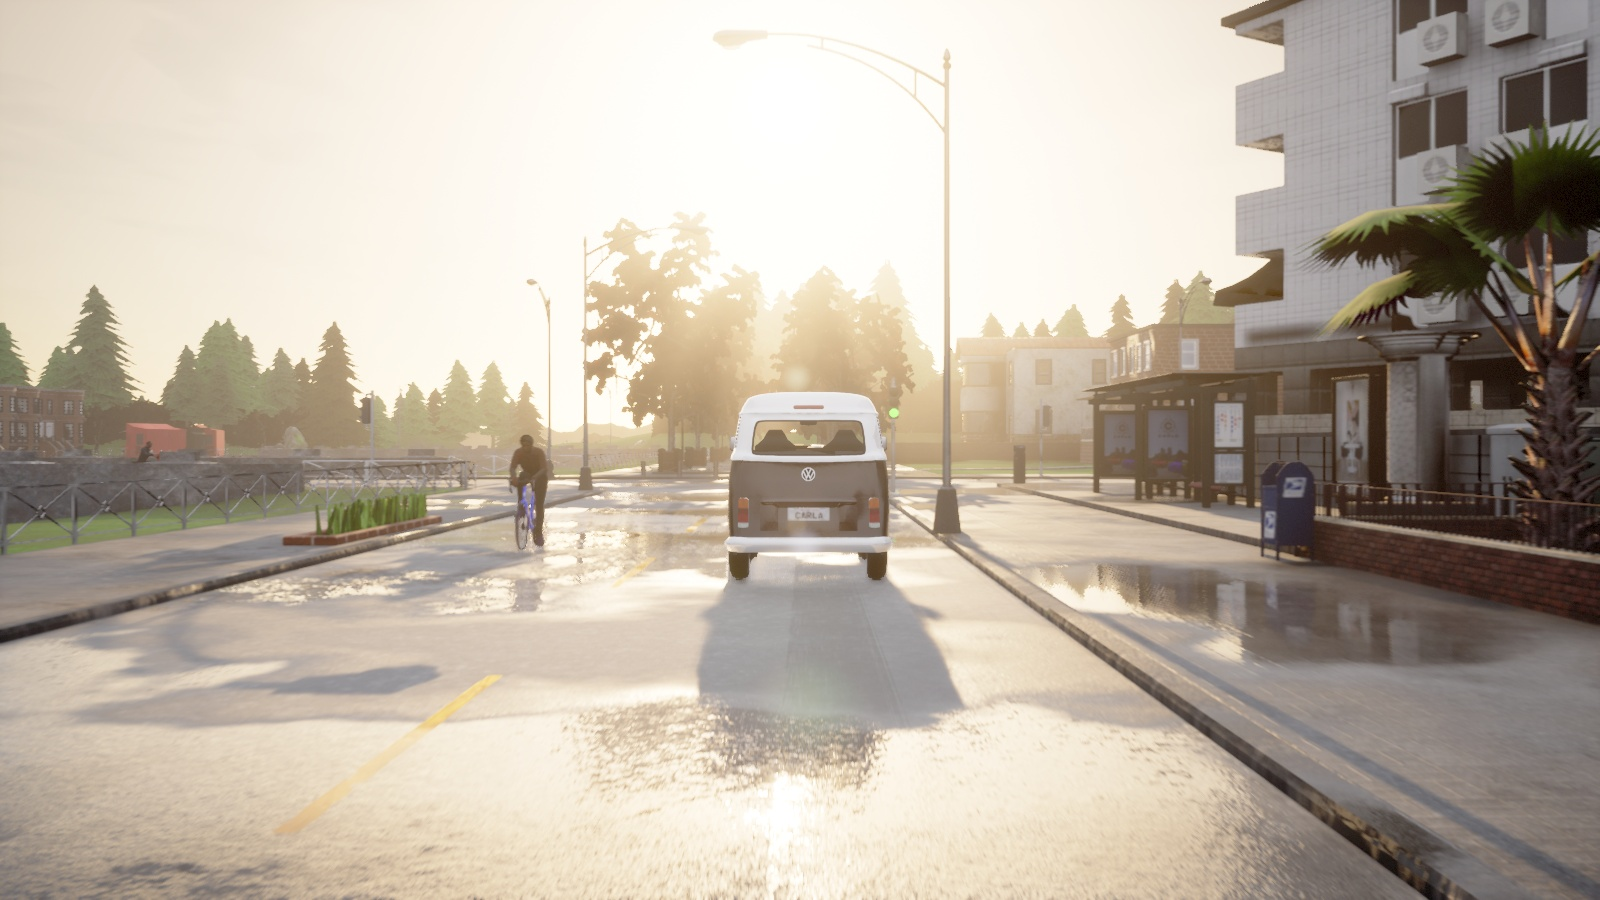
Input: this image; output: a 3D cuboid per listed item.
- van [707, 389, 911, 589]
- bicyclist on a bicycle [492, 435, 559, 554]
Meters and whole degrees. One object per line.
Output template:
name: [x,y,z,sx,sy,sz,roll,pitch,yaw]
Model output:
van: [0.102,0.385,15.011,2.069,2.038,4.480,0,0,0]
bicyclist on a bicycle: [-3.885,0.596,17.855,0.582,1.620,1.656,0,1,0]
